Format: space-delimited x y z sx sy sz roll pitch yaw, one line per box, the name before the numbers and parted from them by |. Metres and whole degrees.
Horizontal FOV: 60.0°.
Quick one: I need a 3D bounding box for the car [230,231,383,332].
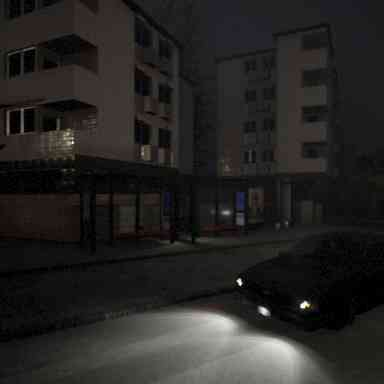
car | 3.334 1.614 7.200 5.357 1.411 2.033 0 2 -37
